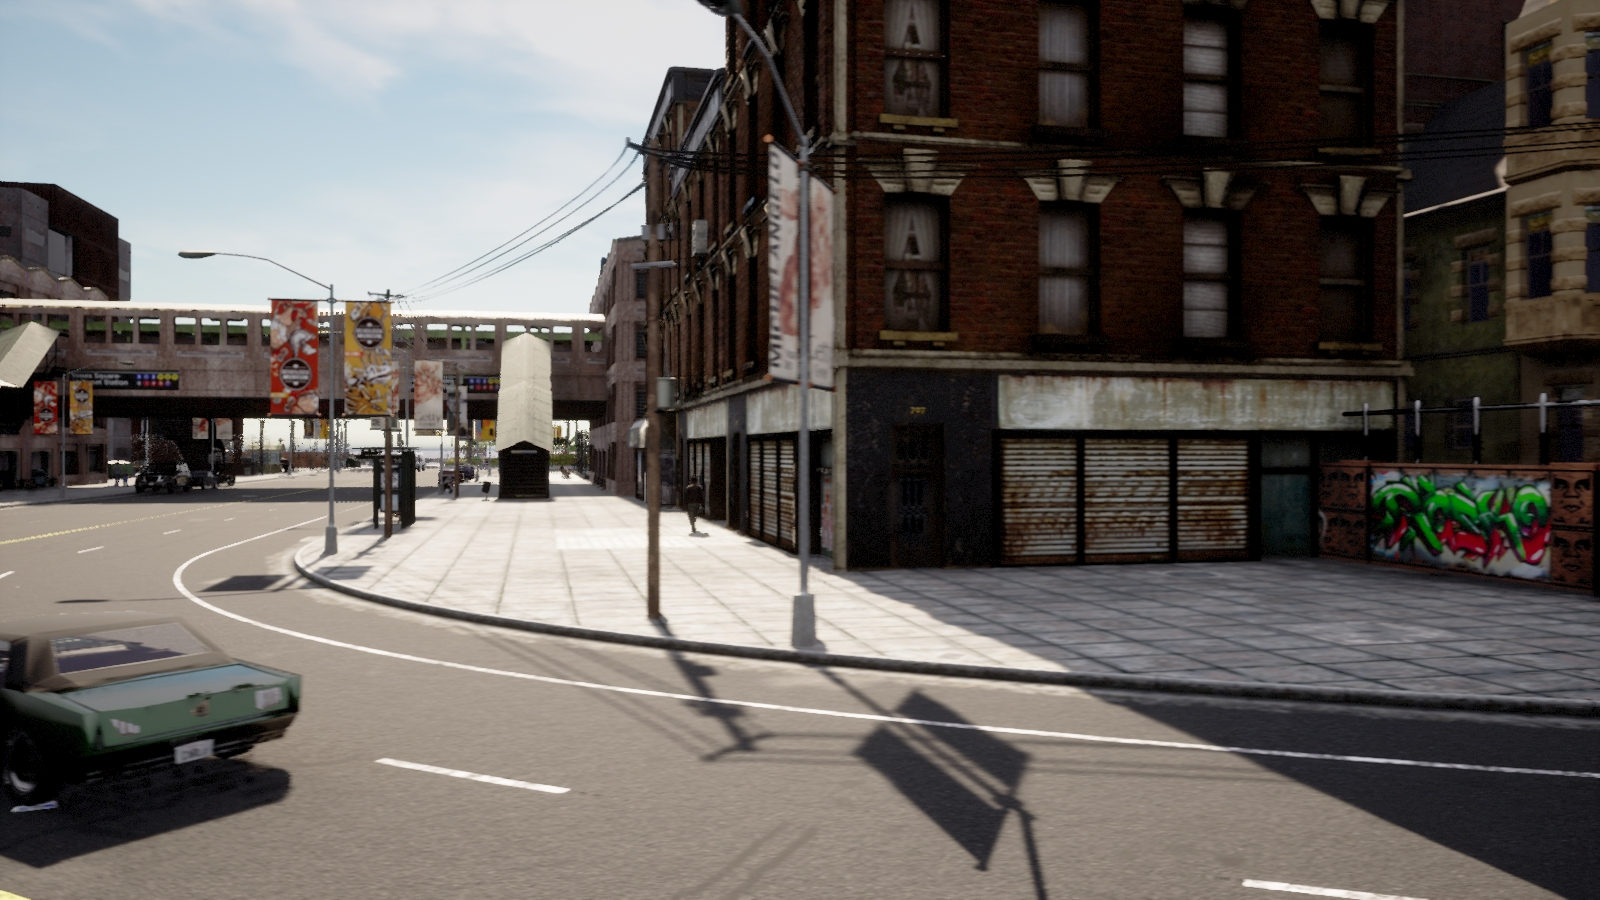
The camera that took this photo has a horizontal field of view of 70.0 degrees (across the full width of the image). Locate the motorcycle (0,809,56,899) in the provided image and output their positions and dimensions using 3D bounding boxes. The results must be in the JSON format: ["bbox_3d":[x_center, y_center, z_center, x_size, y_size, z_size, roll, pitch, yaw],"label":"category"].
[{"bbox_3d":[-4.377,2.214,5.146,2.033,1.145,0.803,0,-1,27],"label":"motorcycle"}]

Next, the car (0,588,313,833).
[{"bbox_3d":[-6.735,2.155,10.418,4.718,1.301,1.895,0,0,33],"label":"car"}]

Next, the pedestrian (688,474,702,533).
[{"bbox_3d":[-3.362,1.707,36.438,0.375,1.860,0.375,0,0,-17],"label":"pedestrian"}]
